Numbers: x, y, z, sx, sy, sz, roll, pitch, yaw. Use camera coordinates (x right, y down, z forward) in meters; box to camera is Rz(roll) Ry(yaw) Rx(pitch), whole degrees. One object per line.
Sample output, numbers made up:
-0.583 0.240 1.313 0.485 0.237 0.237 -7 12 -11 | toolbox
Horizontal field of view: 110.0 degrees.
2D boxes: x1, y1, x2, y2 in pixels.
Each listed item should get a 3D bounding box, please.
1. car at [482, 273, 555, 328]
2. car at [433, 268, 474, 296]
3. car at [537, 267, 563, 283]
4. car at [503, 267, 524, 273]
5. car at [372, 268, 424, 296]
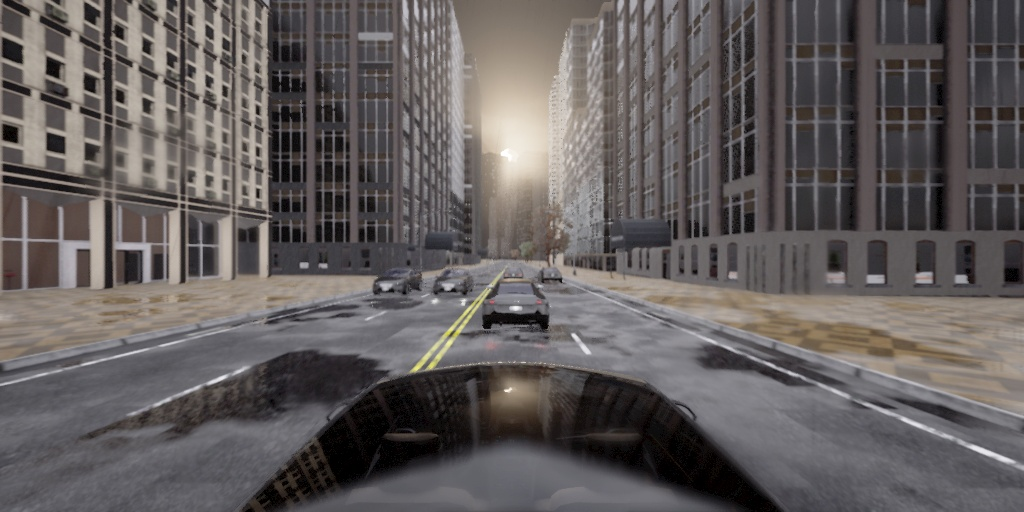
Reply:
0.108 1.442 11.957 1.994 1.385 4.181 0 -1 0 | car
-3.335 1.480 21.143 2.128 1.511 4.902 0 -1 0 | car
3.364 1.666 32.124 2.033 1.411 5.357 0 -1 0 | car
0.131 1.671 32.467 2.033 1.411 5.357 0 -1 0 | car
-6.585 1.481 21.139 2.128 1.511 4.902 0 -1 0 | car
